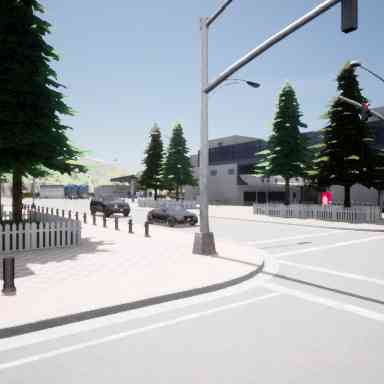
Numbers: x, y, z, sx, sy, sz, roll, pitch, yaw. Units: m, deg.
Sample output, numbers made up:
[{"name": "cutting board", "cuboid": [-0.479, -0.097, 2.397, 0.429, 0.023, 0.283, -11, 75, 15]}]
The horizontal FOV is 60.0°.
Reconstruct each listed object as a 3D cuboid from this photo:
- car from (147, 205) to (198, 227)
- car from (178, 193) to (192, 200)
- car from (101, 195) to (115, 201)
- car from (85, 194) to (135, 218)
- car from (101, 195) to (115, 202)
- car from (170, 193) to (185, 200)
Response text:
[{"name": "car", "cuboid": [-1.416, 1.579, 22.872, 1.994, 1.385, 4.181, 0, 0, -37]}, {"name": "car", "cuboid": [-1.796, 1.092, 88.067, 1.905, 1.878, 3.866, 0, 0, -37]}, {"name": "car", "cuboid": [-20.919, 1.400, 82.782, 1.970, 1.475, 3.806, 0, 0, -37]}, {"name": "car", "cuboid": [-7.851, 1.237, 31.390, 2.150, 2.045, 5.566, 0, 0, -37]}, {"name": "car", "cuboid": [-18.893, 1.389, 75.046, 1.845, 1.501, 3.633, 0, 0, -37]}, {"name": "car", "cuboid": [-3.884, 1.113, 86.005, 1.932, 1.855, 4.605, 0, 0, -37]}]
